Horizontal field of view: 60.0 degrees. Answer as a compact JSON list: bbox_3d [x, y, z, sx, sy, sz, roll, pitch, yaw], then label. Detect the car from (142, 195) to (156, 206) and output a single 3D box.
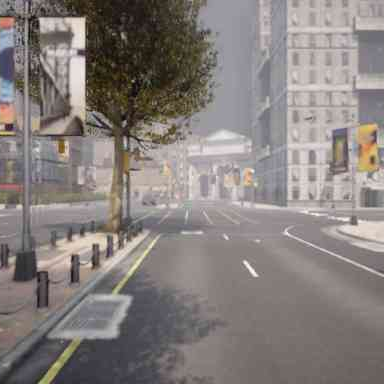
[{"bbox_3d":[-8.041,1.522,62.433,2.150,2.045,5.566,0,0,0],"label":"car"}]
